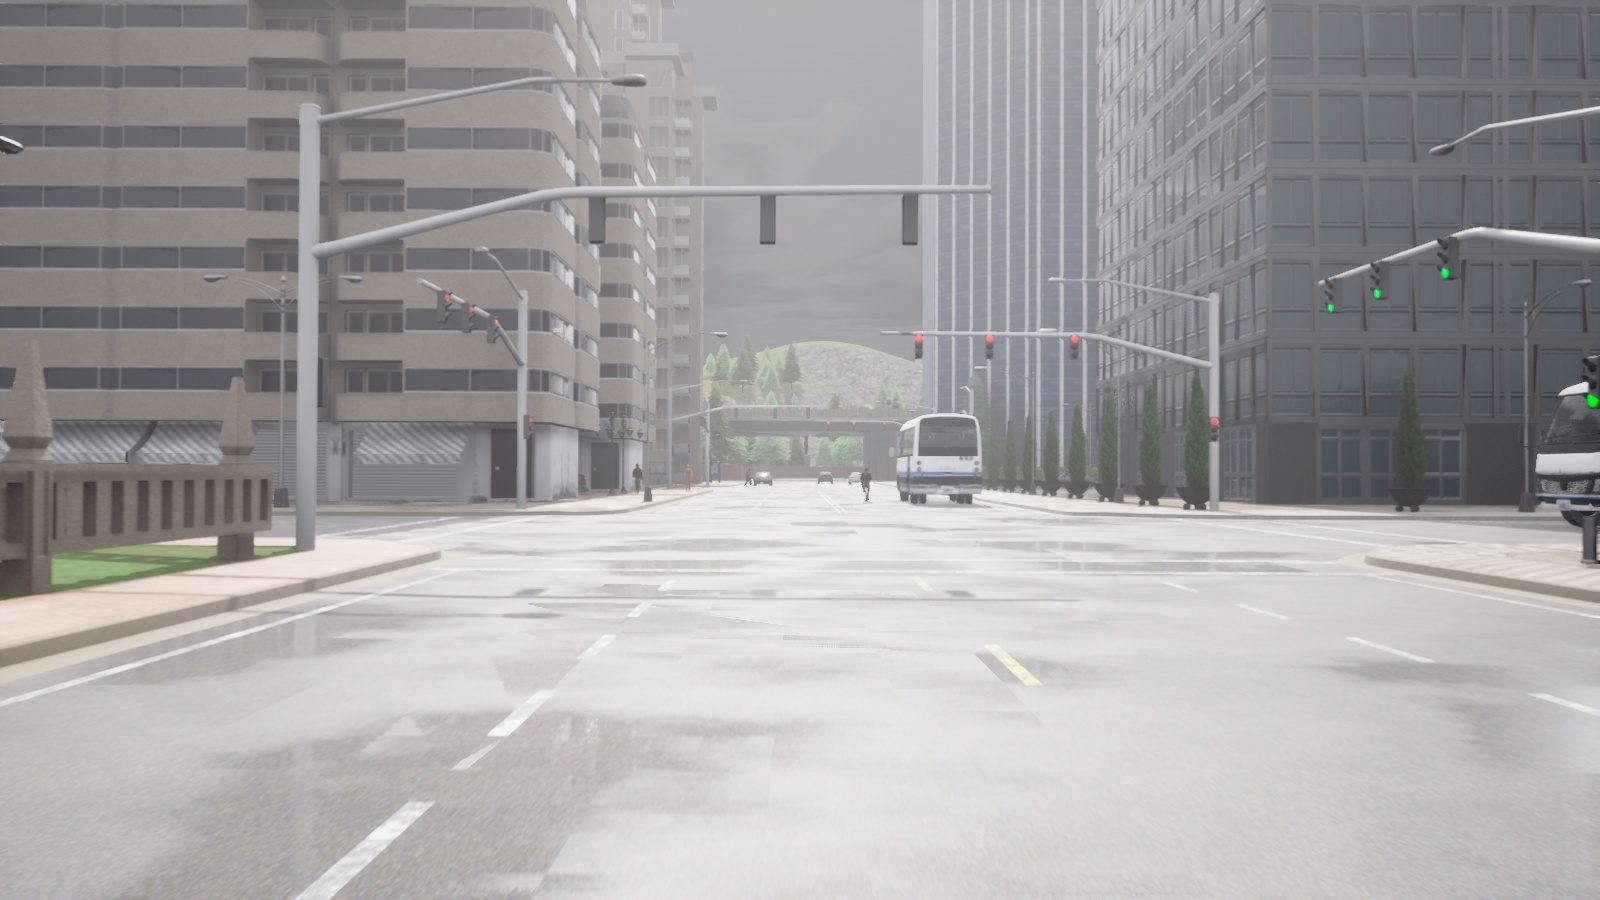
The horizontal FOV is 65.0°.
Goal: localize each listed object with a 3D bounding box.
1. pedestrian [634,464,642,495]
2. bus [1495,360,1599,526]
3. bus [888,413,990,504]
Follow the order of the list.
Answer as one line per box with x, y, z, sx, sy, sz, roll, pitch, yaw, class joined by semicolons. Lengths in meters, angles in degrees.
-9.622;1.761;74.664;0.431;1.840;0.703;0;-1;-2;pedestrian
25.141;-0.147;34.124;10.273;4.253;3.944;0;-1;0;bus
6.842;0.477;63.713;3.944;4.253;10.273;0;-1;0;bus
